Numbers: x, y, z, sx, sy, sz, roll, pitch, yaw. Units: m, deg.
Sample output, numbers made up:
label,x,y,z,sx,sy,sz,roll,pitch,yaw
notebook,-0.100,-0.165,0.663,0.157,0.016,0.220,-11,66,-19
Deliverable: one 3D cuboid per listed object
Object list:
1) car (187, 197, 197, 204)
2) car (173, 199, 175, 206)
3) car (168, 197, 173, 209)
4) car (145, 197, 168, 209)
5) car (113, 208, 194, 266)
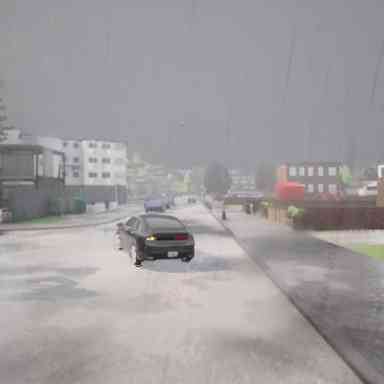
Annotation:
label,x,y,z,sx,sy,sz,roll,pitch,yaw
car,-0.019,1.705,71.369,2.128,1.511,4.902,0,0,0
car,-4.015,1.636,57.589,2.128,1.511,4.902,0,0,0
car,-4.084,1.596,47.158,1.882,1.535,5.008,0,0,0
car,-4.105,1.573,37.745,1.882,1.535,5.008,0,0,0
car,-1.482,1.537,11.868,1.837,1.490,4.892,2,0,-22
